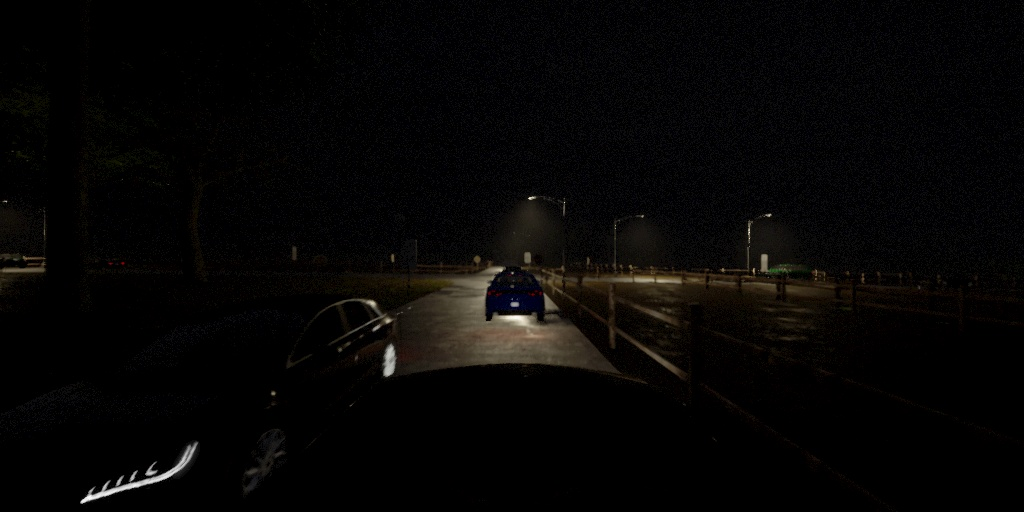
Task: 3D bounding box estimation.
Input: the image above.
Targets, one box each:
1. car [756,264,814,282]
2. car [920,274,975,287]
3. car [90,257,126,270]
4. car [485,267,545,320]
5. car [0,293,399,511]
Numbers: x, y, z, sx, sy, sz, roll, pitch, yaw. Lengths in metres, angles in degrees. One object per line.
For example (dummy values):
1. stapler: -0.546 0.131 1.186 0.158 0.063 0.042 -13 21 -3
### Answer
1. car: 30.823 1.936 40.472 5.566 2.045 2.150 2 0 0
2. car: 49.134 2.757 40.490 4.892 1.490 1.837 2 0 0
3. car: -46.501 0.861 39.974 5.357 1.411 2.033 1 0 0
4. car: 0.103 1.320 13.068 1.882 1.535 5.008 0 -1 0
5. car: -2.848 1.277 4.320 1.837 1.490 4.892 0 0 0
